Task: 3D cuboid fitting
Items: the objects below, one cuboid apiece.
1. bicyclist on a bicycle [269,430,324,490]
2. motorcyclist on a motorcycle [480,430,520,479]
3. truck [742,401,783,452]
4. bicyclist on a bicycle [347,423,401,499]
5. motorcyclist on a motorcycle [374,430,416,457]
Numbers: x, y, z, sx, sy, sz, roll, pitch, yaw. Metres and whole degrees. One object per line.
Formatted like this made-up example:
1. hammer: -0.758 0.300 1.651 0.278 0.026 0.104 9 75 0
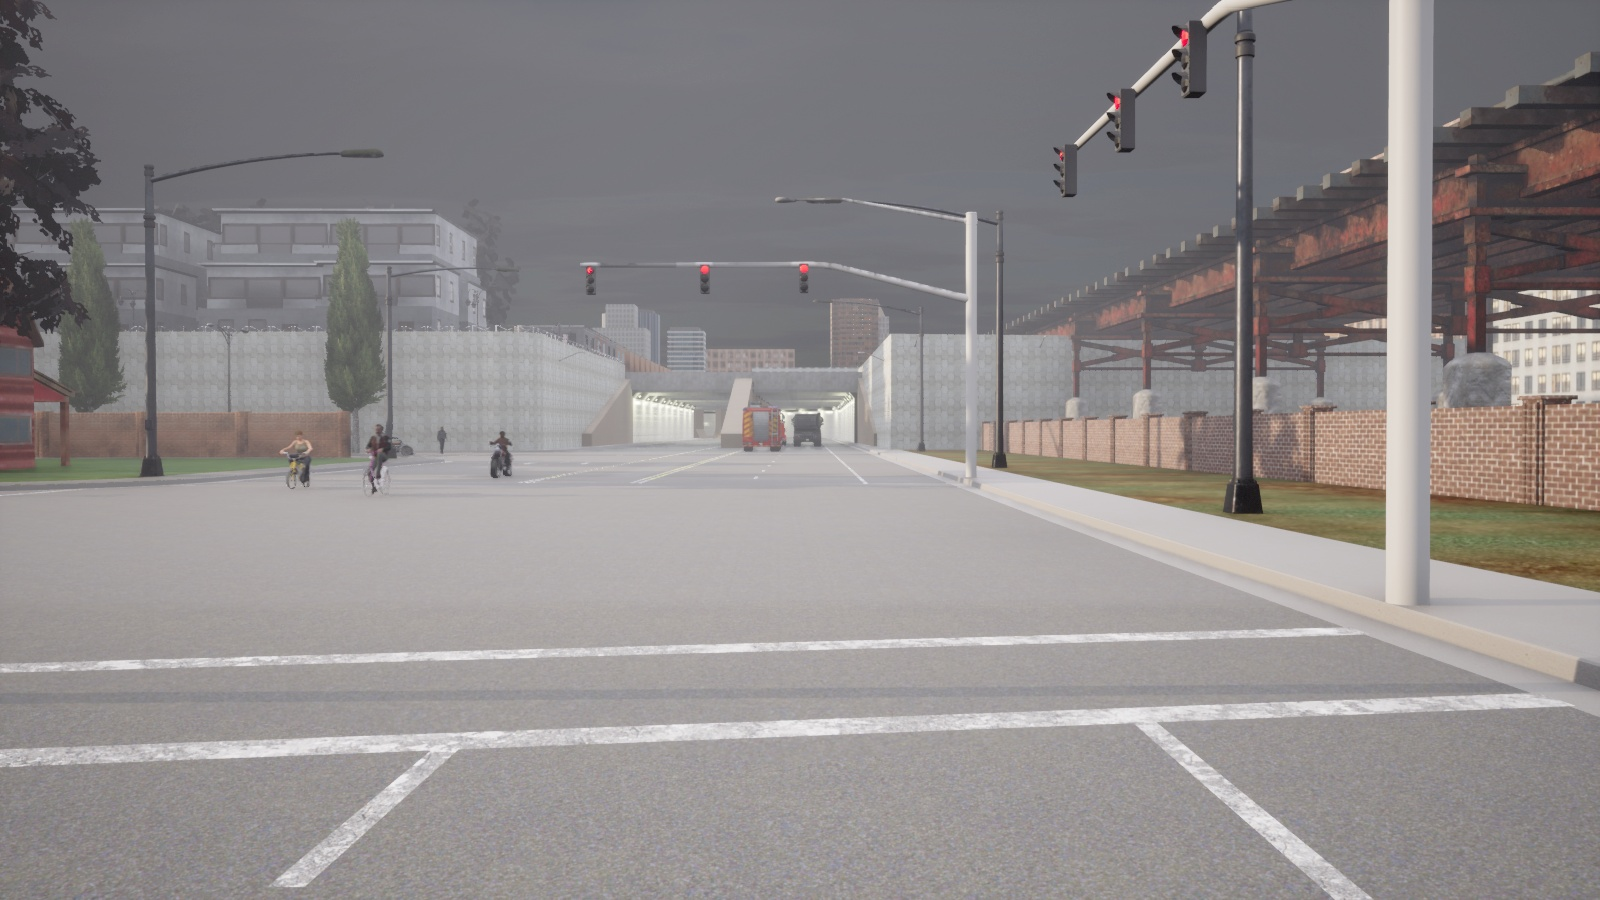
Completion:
1. bicyclist on a bicycle: -13.787 0.248 34.432 0.866 1.612 1.509 0 1 0
2. motorcyclist on a motorcycle: -10.238 0.133 42.913 0.766 1.649 2.350 0 1 0
3. truck: -2.912 -1.851 99.244 2.891 3.827 8.468 0 1 0
4. bicyclist on a bicycle: -10.310 0.246 30.458 0.659 1.776 1.843 0 1 0
5. motorcyclist on a motorcycle: -24.767 -0.404 76.845 2.350 1.649 0.766 0 1 0
